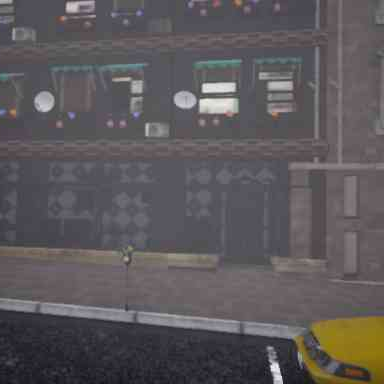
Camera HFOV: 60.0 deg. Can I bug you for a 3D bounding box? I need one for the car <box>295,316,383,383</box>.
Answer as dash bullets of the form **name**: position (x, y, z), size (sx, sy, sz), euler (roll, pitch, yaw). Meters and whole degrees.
- **car**: position (3.755, 1.878, 3.862), size (4.829, 1.417, 1.752), euler (2, -4, 8)
